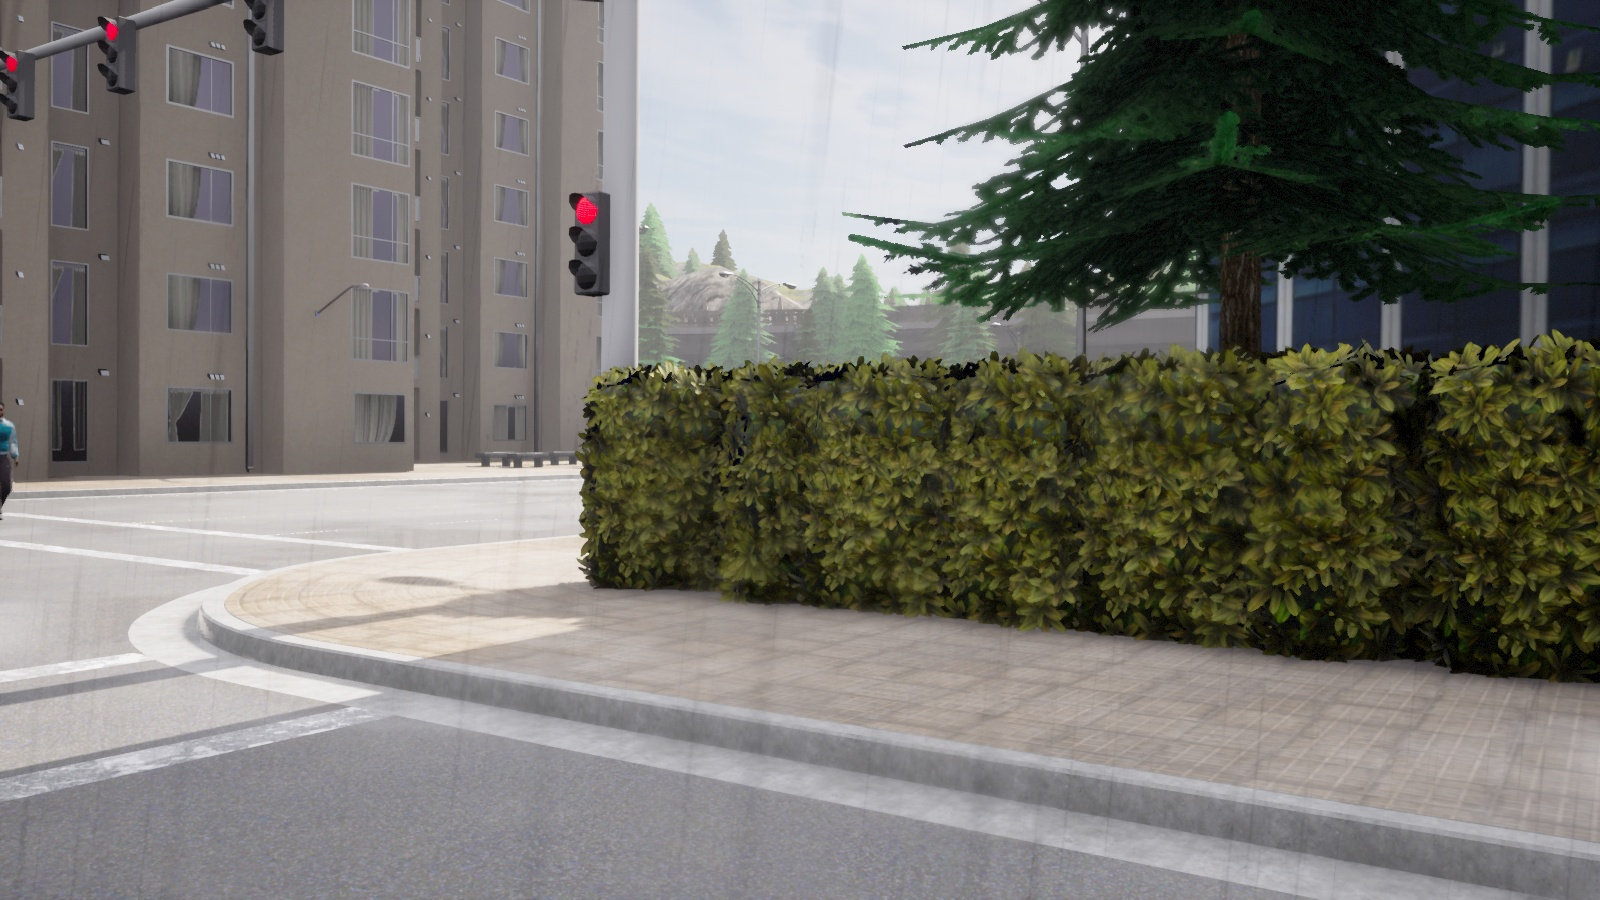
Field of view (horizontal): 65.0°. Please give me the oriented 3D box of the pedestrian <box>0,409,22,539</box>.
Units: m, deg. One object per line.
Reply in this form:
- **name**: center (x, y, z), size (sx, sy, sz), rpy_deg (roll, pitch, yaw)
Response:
- **pedestrian**: center (-12.086, 0.351, 18.932), size (0.692, 1.930, 0.396), rpy_deg (0, 1, 41)
